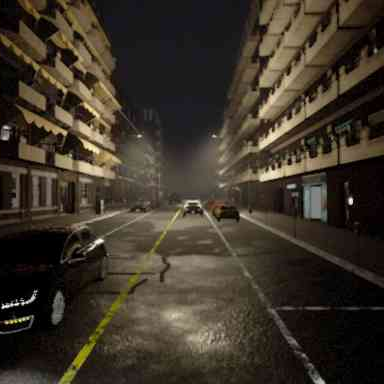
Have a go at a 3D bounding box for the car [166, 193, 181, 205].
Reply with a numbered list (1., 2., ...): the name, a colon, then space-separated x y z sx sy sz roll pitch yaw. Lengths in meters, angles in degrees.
1. car: -3.005 1.186 58.725 2.150 2.045 5.566 0 0 0

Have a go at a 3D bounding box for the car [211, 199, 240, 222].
1. car: 2.707 1.507 26.041 1.752 1.417 4.829 1 0 0

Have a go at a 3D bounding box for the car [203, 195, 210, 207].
1. car: 2.711 1.548 48.156 1.802 1.307 4.206 1 0 0

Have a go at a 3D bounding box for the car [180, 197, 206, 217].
1. car: 0.094 1.503 31.163 1.812 1.442 4.674 0 0 0

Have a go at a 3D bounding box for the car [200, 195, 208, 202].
1. car: 2.725 1.473 76.182 1.752 1.417 4.829 1 0 0

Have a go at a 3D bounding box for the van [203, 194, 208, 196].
1. van: 2.722 1.293 70.441 1.690 1.788 3.998 1 0 0

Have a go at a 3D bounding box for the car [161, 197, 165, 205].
1. car: -5.665 1.282 48.198 2.192 1.841 5.009 1 0 0

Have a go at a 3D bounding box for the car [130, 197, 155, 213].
1. car: -5.671 1.540 37.056 1.947 1.339 4.313 1 0 0

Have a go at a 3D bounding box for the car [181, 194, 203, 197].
1. car: 0.048 1.321 42.474 2.097 1.767 4.553 0 0 1

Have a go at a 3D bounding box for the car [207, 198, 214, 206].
1. car: 2.708 1.560 31.443 1.802 1.307 4.206 1 0 0

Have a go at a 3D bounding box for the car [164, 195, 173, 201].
1. car: -5.662 1.511 81.625 1.947 1.339 4.313 1 0 0

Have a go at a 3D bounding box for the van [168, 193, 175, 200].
1. van: -5.657 1.279 92.767 1.690 1.788 3.998 1 0 0

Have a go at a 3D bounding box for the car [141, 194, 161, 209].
1. car: -5.666 1.285 42.626 2.192 1.841 5.009 1 0 0

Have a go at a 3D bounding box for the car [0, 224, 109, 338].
1. car: -3.098 1.500 6.932 1.837 1.490 4.892 0 0 0

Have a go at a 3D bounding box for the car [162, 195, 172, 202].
1. car: -5.662 1.474 75.883 1.752 1.417 4.829 1 0 0

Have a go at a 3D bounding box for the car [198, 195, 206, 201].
1. car: 2.699 1.485 87.154 1.887 1.381 4.507 1 0 0
